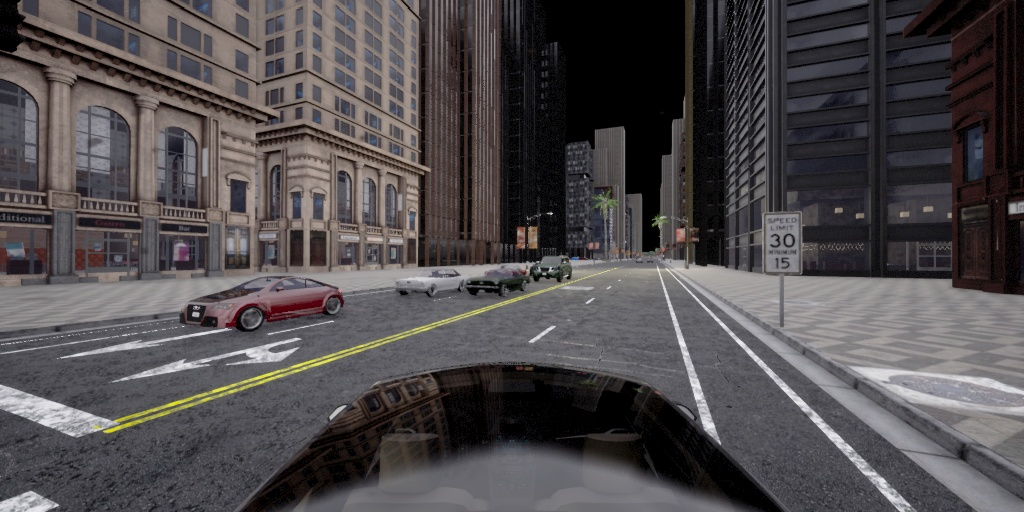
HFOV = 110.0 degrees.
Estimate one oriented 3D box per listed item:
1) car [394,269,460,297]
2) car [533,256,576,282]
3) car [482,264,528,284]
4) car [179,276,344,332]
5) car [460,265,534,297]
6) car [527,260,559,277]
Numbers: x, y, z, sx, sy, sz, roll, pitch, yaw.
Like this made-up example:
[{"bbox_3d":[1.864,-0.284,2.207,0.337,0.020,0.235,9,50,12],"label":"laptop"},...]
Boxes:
[{"bbox_3d":[-4.110,1.356,19.152,1.895,1.301,4.718,0,0,22],"label":"car"},{"bbox_3d":[3.419,0.986,29.305,2.150,2.045,5.566,0,0,21],"label":"car"},{"bbox_3d":[-0.436,1.363,28.411,1.895,1.301,4.718,0,0,22],"label":"car"},{"bbox_3d":[-7.335,1.315,11.006,1.994,1.385,4.181,0,0,22],"label":"car"},{"bbox_3d":[-0.627,1.357,19.112,1.895,1.301,4.718,0,0,22],"label":"car"},{"bbox_3d":[3.363,1.250,37.884,1.882,1.535,5.008,0,0,22],"label":"car"}]
